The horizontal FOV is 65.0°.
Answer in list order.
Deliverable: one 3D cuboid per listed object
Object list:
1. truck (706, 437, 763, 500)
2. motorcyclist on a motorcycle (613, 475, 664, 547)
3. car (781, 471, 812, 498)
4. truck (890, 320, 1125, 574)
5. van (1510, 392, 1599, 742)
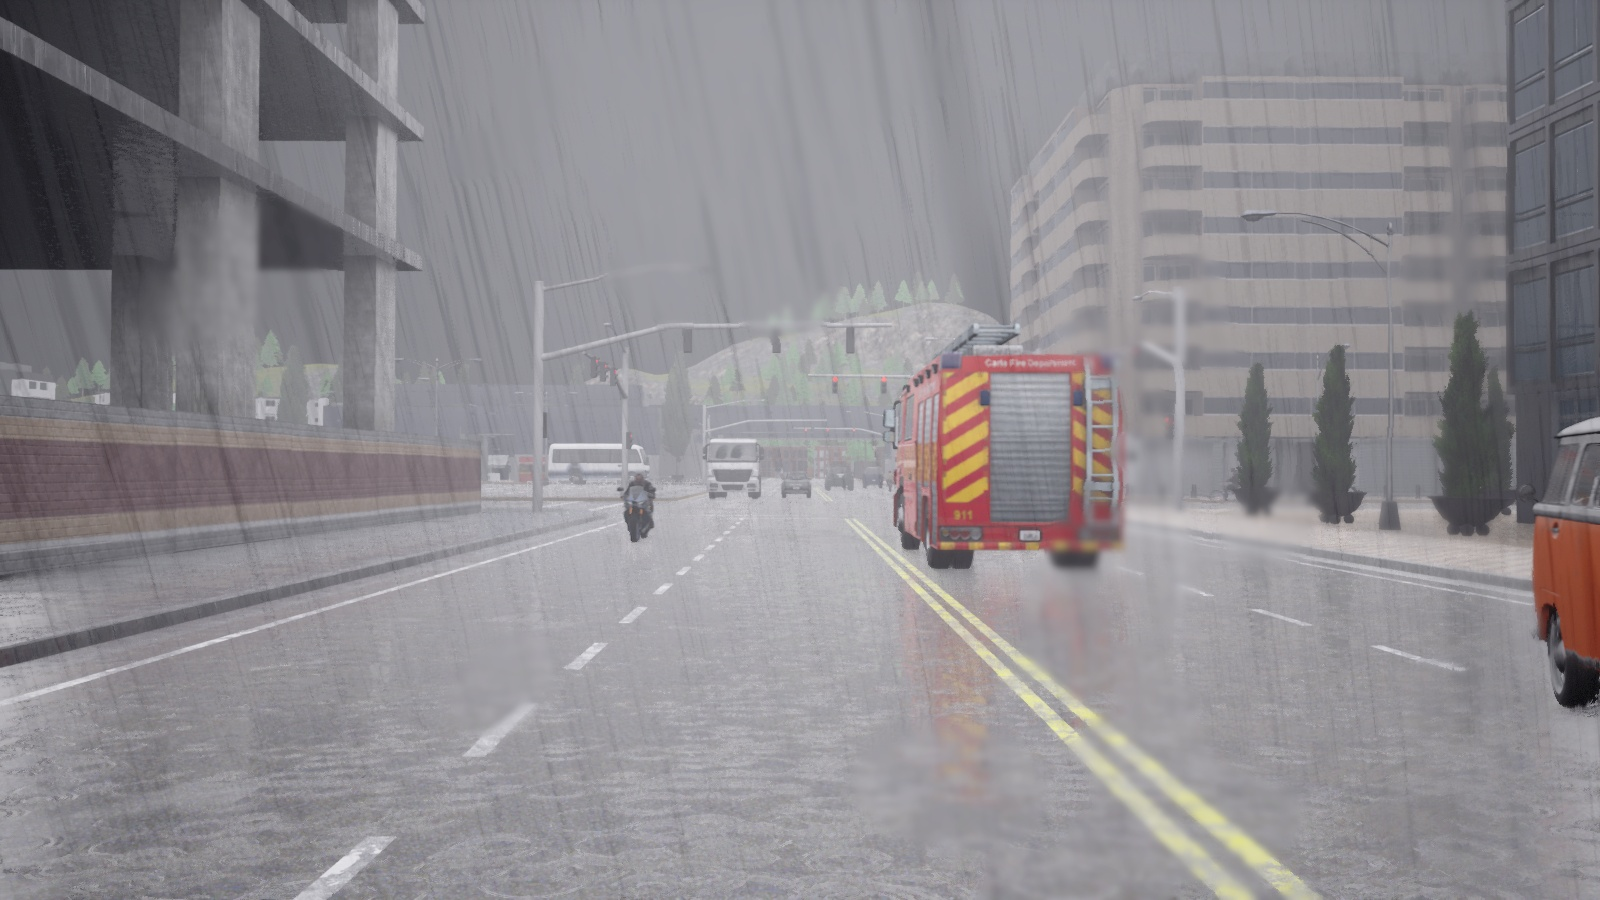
[{"bbox_3d":[-3.691,1.064,72.659,2.891,3.462,7.936,0,-1,0],"label":"truck"},{"bbox_3d":[-3.572,1.332,27.962,0.866,1.530,2.191,0,-1,0],"label":"motorcyclist on a motorcycle"},{"bbox_3d":[-0.190,2.029,73.717,1.789,1.549,3.705,0,-1,0],"label":"car"},{"bbox_3d":[3.435,0.025,23.207,2.891,3.827,8.468,0,-1,0],"label":"truck"},{"bbox_3d":[5.455,0.664,7.069,1.775,1.987,4.442,-1,-1,20],"label":"van"}]
